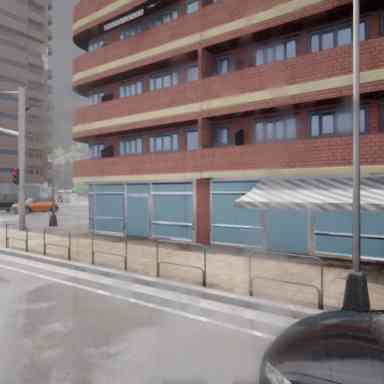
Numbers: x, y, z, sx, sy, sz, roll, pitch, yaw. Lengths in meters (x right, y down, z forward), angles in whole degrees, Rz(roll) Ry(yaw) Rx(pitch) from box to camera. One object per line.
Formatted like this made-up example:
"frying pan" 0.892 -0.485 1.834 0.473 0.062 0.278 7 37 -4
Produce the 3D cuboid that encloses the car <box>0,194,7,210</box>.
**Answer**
"car" -20.213 1.220 35.044 2.150 2.045 5.566 0 0 35

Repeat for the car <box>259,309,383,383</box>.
"car" 2.808 1.492 1.991 4.902 1.511 2.128 0 0 35

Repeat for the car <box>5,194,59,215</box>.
"car" -16.287 1.351 34.487 2.097 1.767 4.553 0 0 36
